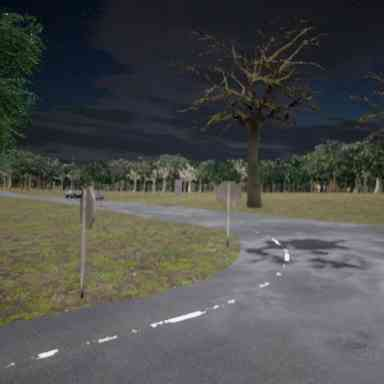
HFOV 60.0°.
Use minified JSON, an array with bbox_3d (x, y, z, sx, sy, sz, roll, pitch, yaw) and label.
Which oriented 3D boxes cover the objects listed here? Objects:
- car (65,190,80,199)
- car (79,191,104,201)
[{"bbox_3d":[-20.695,0.384,58.194,2.097,1.767,4.553,2,-1,-36],"label":"car"},{"bbox_3d":[-14.736,0.573,49.853,2.128,1.511,4.902,2,-1,-35],"label":"car"}]
